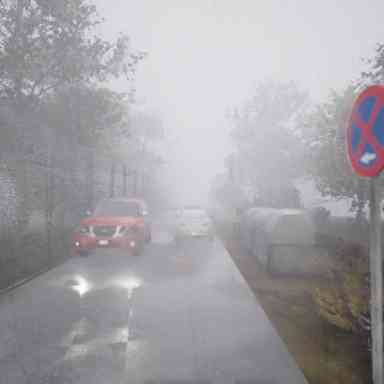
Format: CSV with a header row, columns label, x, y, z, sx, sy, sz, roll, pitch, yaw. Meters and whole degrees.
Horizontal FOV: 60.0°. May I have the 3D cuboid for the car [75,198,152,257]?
label,x,y,z,sx,sy,sz,roll,pitch,yaw
car,-2.893,1.284,13.487,2.150,2.045,5.566,0,0,-1

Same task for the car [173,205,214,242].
label,x,y,z,sx,sy,sz,roll,pitch,yaw
car,0.106,1.622,16.897,1.812,1.442,4.674,0,-1,0

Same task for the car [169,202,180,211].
label,x,y,z,sx,sy,sz,roll,pitch,yaw
car,-2.683,2.389,55.129,2.033,1.411,5.357,0,-2,1
